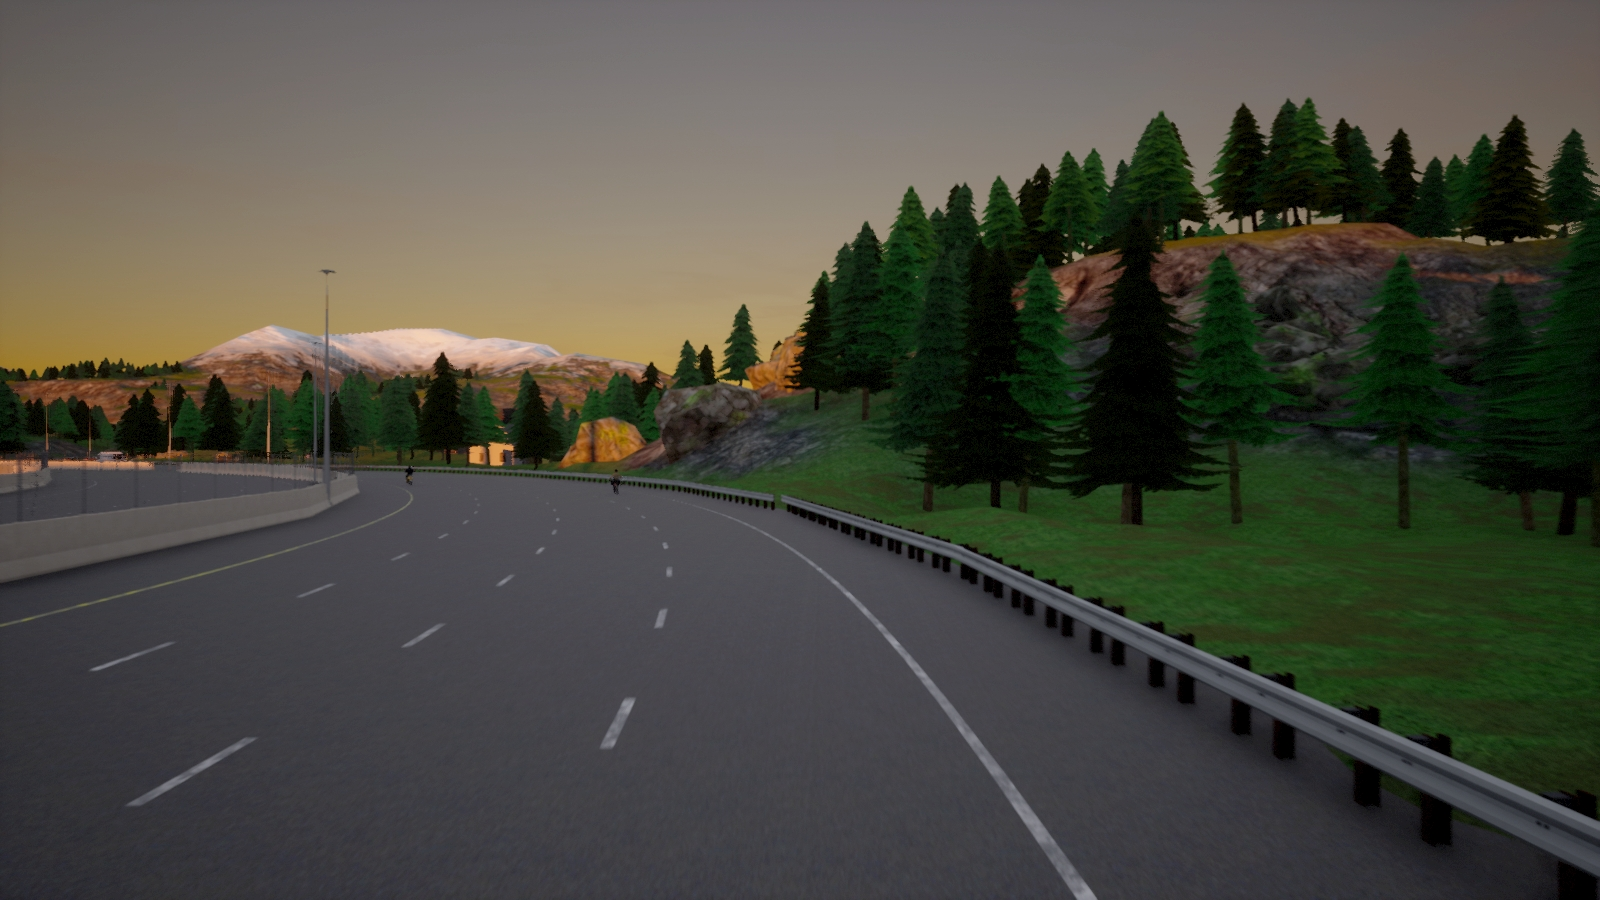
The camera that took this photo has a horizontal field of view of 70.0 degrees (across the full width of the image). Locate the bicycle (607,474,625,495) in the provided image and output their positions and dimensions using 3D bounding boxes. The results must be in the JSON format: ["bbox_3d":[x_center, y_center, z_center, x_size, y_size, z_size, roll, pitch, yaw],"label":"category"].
[{"bbox_3d":[-11.581,2.154,71.827,0.859,1.295,1.487,0,0,-19],"label":"bicycle"}]
